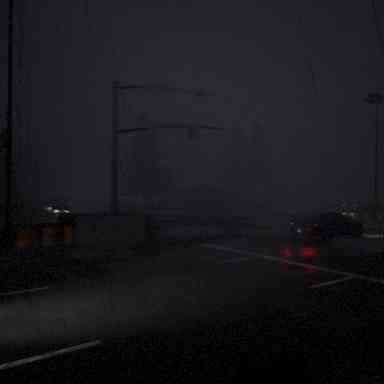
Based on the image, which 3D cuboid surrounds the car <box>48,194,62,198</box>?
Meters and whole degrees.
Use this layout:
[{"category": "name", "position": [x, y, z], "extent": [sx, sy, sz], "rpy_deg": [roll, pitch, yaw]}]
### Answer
[{"category": "car", "position": [-22.459, 1.366, 55.056], "extent": [2.150, 2.045, 5.566], "rpy_deg": [1, 0, -22]}]

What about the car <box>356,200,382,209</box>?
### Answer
[{"category": "car", "position": [29.035, 2.079, 54.573], "extent": [4.181, 1.385, 1.994], "rpy_deg": [0, 0, -35]}]

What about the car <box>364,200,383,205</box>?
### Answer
[{"category": "car", "position": [24.862, 1.805, 43.089], "extent": [4.553, 1.767, 2.097], "rpy_deg": [0, 0, -35]}]

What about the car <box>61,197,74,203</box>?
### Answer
[{"category": "car", "position": [-27.634, 1.772, 74.186], "extent": [1.994, 1.385, 4.181], "rpy_deg": [1, 0, -11]}]

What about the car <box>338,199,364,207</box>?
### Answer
[{"category": "car", "position": [22.843, 1.805, 45.949], "extent": [4.553, 1.767, 2.097], "rpy_deg": [0, 0, -35]}]

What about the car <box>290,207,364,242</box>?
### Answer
[{"category": "car", "position": [7.048, 1.699, 17.389], "extent": [4.674, 1.442, 1.812], "rpy_deg": [1, 0, -36]}]

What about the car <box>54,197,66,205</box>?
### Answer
[{"category": "car", "position": [-25.578, 1.701, 64.325], "extent": [1.812, 1.442, 4.674], "rpy_deg": [1, 0, -18]}]

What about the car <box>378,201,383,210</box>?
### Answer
[{"category": "car", "position": [30.911, 2.078, 51.613], "extent": [4.181, 1.385, 1.994], "rpy_deg": [0, 0, -35]}]

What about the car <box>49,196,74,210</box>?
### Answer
[{"category": "car", "position": [-18.133, 1.673, 45.830], "extent": [2.033, 1.411, 5.357], "rpy_deg": [1, 0, -28]}]

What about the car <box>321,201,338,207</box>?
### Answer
[{"category": "car", "position": [20.799, 2.016, 48.790], "extent": [4.181, 1.385, 1.994], "rpy_deg": [0, 0, -35]}]
